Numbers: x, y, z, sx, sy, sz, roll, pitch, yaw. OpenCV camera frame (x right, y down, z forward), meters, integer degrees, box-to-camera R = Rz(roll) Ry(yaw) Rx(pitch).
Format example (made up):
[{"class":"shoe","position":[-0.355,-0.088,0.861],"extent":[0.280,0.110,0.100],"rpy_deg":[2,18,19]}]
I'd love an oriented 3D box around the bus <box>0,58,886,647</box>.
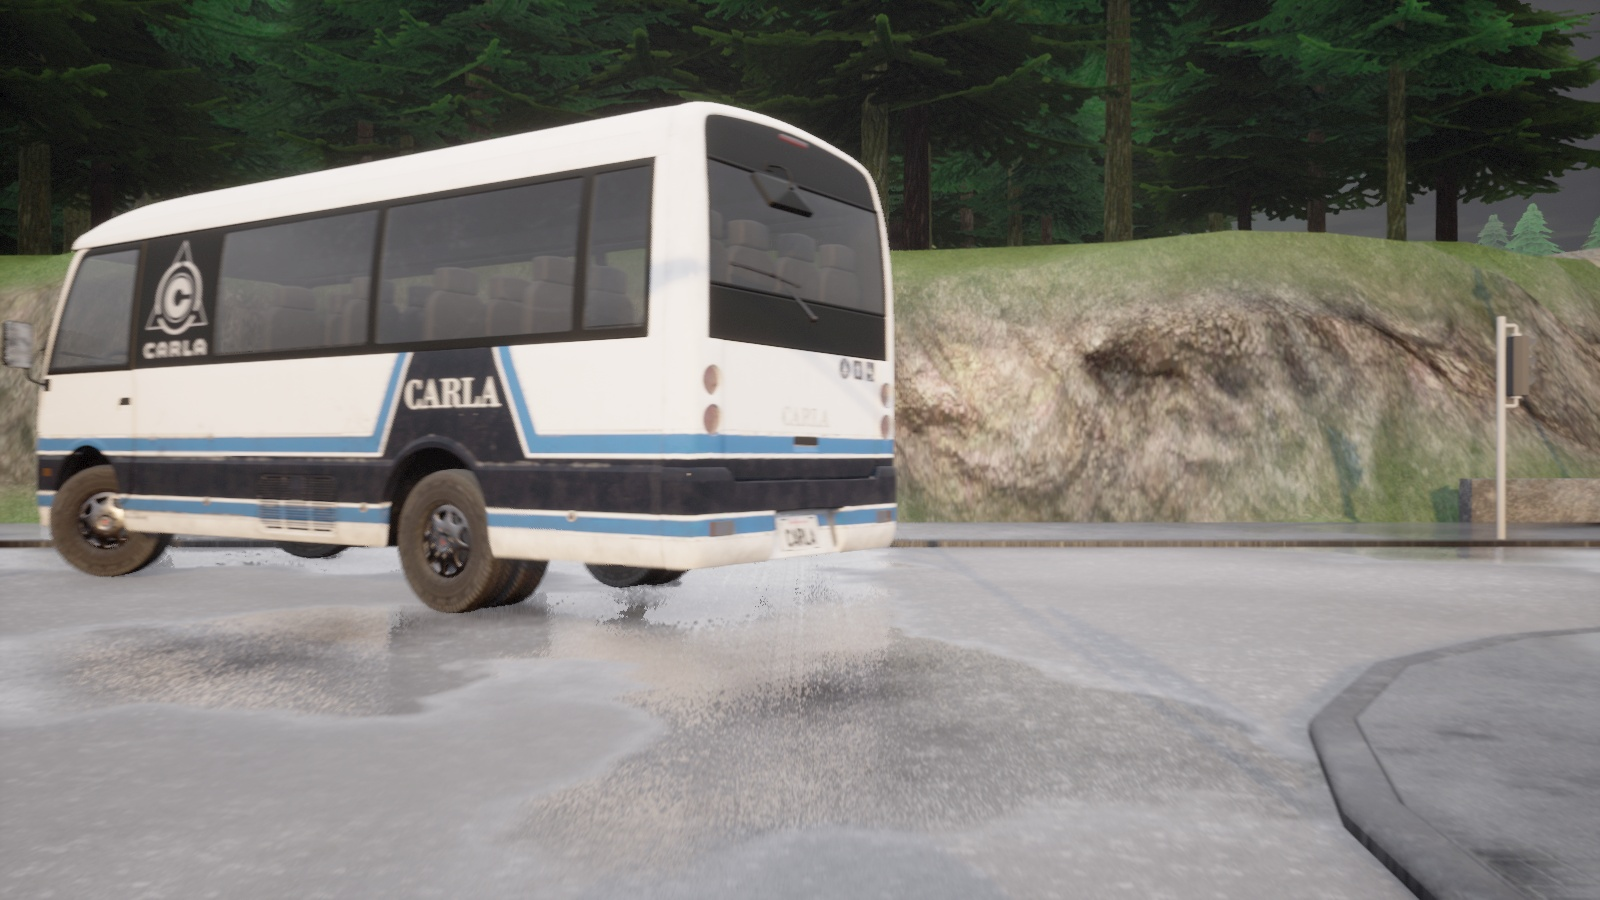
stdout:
[{"class":"bus","position":[-4.554,-0.701,13.499],"extent":[10.273,4.253,3.944],"rpy_deg":[0,0,33]}]
